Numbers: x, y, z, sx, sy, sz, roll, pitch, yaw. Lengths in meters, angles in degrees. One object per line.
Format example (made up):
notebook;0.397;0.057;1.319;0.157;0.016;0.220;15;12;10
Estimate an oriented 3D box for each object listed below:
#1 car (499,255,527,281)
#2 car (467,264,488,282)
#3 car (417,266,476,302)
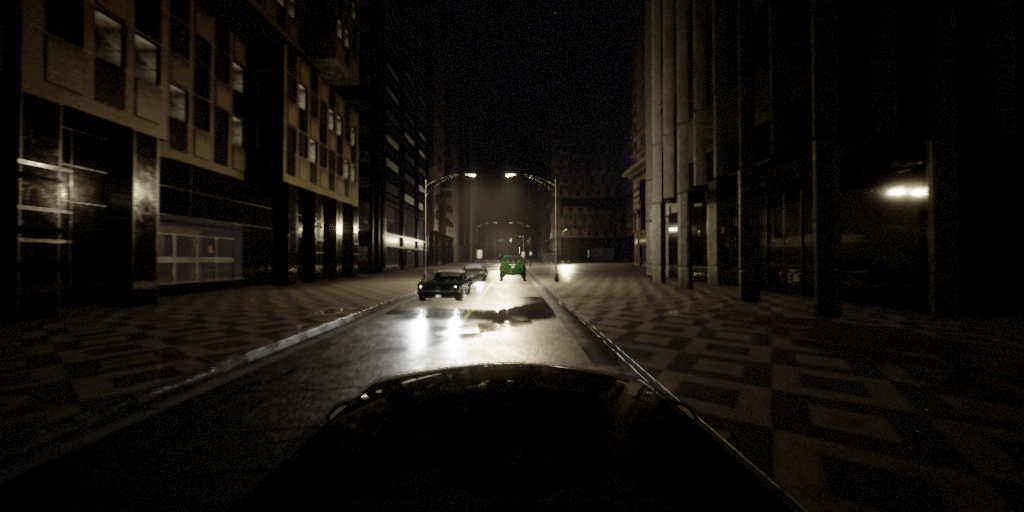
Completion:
car;0.084;0.963;30.685;2.150;2.045;5.566;0;0;0
car;-3.012;1.309;29.306;1.994;1.385;4.181;0;0;0
car;-3.042;1.348;16.988;1.895;1.301;4.718;0;0;0
